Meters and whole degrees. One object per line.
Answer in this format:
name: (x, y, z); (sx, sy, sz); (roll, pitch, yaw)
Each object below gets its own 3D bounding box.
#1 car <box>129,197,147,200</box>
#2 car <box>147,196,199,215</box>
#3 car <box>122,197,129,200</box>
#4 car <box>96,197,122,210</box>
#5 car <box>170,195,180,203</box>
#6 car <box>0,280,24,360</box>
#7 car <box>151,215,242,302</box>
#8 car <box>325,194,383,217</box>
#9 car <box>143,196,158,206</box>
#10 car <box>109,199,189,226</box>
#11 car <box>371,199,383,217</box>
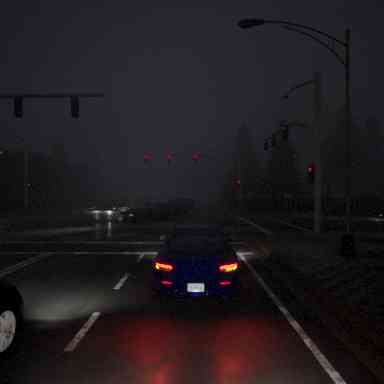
car: (-7.108, 1.491, 47.257); (2.128, 1.511, 4.902); (0, 0, 0)
car: (-1.596, 1.353, 31.386); (4.553, 1.767, 2.097); (0, 0, 2)
car: (-10.630, 1.477, 51.240); (1.882, 1.535, 5.008); (0, 0, 0)
car: (-10.623, 1.526, 42.037); (1.812, 1.442, 4.674); (0, 0, 0)
car: (-3.477, 1.477, 69.696); (1.882, 1.535, 5.008); (0, 0, 0)
car: (-3.441, 1.505, 3.053); (1.837, 1.490, 4.892); (0, 0, 0)
car: (0.131, 1.526, 8.186); (1.812, 1.442, 4.674); (0, 0, 2)
car: (15.516, 1.221, 31.206); (5.566, 2.045, 2.150); (0, 0, 0)
car: (-7.105, 1.505, 57.332); (1.837, 1.490, 4.892); (0, 0, 1)
car: (-2.920, 1.491, 23.311); (4.902, 1.511, 2.128); (0, 0, -44)
car: (18.378, 1.547, 27.707); (5.357, 1.411, 2.033); (0, 0, 0)
